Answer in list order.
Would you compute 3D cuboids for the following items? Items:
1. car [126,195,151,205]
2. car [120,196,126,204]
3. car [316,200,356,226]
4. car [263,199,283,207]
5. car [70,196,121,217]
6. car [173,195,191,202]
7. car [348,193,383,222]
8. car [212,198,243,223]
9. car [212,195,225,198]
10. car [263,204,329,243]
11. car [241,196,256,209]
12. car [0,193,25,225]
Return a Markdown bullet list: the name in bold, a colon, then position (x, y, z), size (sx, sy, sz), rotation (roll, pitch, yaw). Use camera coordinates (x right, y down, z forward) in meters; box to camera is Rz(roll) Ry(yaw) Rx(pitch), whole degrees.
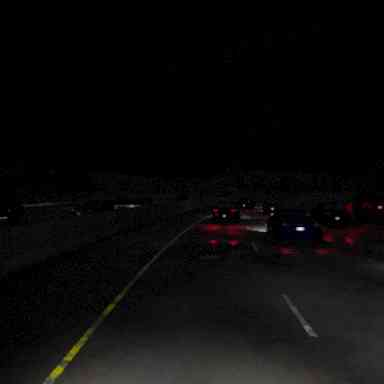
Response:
- **car**: position (-8.075, 1.272, 52.595), size (1.812, 1.442, 4.674), rotation (0, 0, 20)
- **car**: position (-11.650, 1.341, 53.014), size (1.895, 1.301, 4.718), rotation (0, 0, 20)
- **car**: position (9.342, 1.435, 22.691), size (1.812, 1.442, 4.674), rotation (0, 0, 10)
- **car**: position (8.048, 1.386, 33.127), size (1.812, 1.442, 4.674), rotation (0, 0, 14)
- **car**: position (-7.887, 1.357, 26.747), size (2.128, 1.511, 4.902), rotation (0, 0, 11)
- **car**: position (-1.744, 1.290, 59.211), size (1.994, 1.385, 4.181), rotation (0, 0, 23)
- **car**: position (13.398, 1.125, 25.362), size (2.150, 2.045, 5.566), rotation (0, 0, 12)
- **car**: position (2.598, 1.416, 24.680), size (1.812, 1.442, 4.674), rotation (0, 0, 10)
- **car**: position (5.514, 1.293, 66.674), size (1.895, 1.301, 4.718), rotation (0, 0, 27)
- **car**: position (4.760, 1.498, 15.863), size (1.994, 1.385, 4.181), rotation (0, 0, 7)
- **car**: position (6.870, 1.325, 41.607), size (1.837, 1.490, 4.892), rotation (0, 0, 17)
- **car**: position (-12.550, 1.110, 20.023), size (2.150, 2.045, 5.566), rotation (0, 0, 8)
